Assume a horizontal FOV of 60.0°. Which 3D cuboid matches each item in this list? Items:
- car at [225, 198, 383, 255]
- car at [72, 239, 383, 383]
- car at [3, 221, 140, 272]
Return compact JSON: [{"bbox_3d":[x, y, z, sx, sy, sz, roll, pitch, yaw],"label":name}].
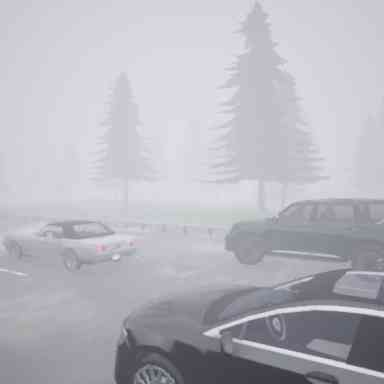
[{"bbox_3d":[3.711,1.201,9.830,5.566,2.045,2.150,0,0,35],"label":"car"},{"bbox_3d":[1.401,1.485,2.901,4.902,1.511,2.128,0,0,35],"label":"car"},{"bbox_3d":[-4.053,1.589,10.800,4.718,1.301,1.895,0,0,33],"label":"car"}]
